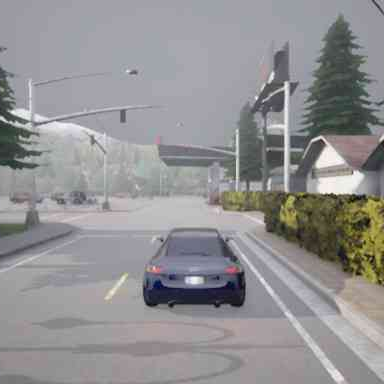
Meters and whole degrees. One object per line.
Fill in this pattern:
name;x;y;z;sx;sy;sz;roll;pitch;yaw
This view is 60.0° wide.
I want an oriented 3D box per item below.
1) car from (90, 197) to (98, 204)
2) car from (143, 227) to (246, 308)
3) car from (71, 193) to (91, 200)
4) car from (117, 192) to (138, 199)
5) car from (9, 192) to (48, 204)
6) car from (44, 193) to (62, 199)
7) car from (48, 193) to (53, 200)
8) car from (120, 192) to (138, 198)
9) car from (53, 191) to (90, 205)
car;-16.181;1.085;49.793;3.806;1.475;1.970;0;0;-1
car;0.059;1.520;7.882;1.994;1.385;4.181;0;0;1
car;-24.038;0.920;72.158;3.633;1.501;1.845;0;0;-1
car;-16.434;0.865;84.049;5.027;1.636;2.152;0;0;-1
car;-24.660;0.822;49.704;4.605;1.855;1.932;0;0;-1
car;-35.100;0.919;84.086;3.806;1.475;1.970;0;0;-1
car;-24.022;0.954;62.165;4.514;1.523;2.007;0;0;-1
car;-16.505;0.857;87.185;4.514;1.523;2.007;0;0;-1
car;-16.773;0.820;46.463;3.866;1.878;1.905;0;0;-1
